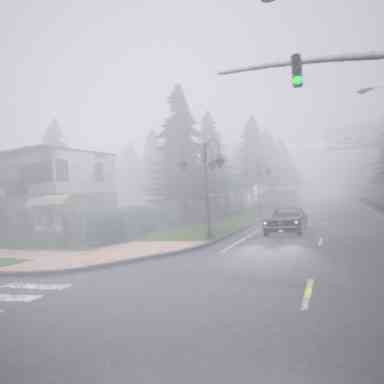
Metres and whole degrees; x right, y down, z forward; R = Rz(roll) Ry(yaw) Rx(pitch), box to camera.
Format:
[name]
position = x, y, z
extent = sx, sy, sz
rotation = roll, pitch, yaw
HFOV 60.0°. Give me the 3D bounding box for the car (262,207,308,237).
[car]
position = 4.975, 1.492, 17.548
extent = 1.895, 1.301, 4.718
rotation = -4, -1, 23
